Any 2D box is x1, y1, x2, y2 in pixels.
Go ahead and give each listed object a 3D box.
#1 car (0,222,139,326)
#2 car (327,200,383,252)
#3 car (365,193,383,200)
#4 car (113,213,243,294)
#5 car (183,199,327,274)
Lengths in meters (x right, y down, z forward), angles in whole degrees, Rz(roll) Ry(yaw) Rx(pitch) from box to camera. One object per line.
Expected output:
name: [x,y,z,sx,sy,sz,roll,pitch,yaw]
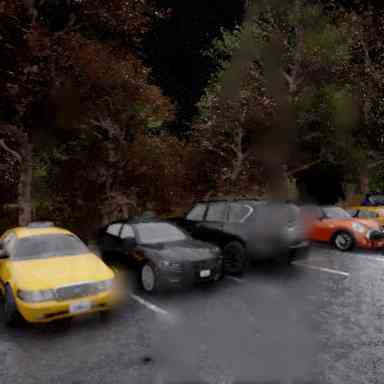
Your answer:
car: [-3.326,1.483,7.460,1.946,1.575,5.366,0,0,-35]
car: [5.633,1.326,14.116,2.185,1.767,4.553,0,0,-35]
car: [12.569,1.103,18.990,2.435,2.045,5.566,-1,0,-35]
car: [-1.166,1.490,9.235,2.097,1.535,5.008,0,0,-36]
car: [1.091,1.234,10.873,2.435,2.045,5.566,0,0,-35]
